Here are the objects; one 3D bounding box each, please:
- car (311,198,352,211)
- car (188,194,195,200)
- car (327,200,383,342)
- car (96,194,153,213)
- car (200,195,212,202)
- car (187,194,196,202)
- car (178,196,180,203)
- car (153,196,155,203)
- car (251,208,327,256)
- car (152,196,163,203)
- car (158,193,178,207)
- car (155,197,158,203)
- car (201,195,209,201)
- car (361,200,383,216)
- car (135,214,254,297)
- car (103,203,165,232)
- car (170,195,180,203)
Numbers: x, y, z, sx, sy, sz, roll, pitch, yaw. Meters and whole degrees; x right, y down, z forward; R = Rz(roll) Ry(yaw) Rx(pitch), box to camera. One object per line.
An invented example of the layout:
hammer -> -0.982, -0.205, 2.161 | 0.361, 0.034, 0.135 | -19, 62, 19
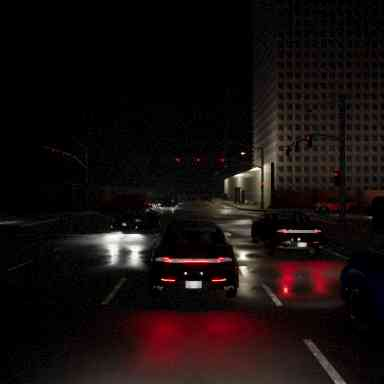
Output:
car -> 15.235, 1.409, 35.804 | 4.553, 1.767, 2.097 | 0, 0, 0
car -> -0.111, 1.328, 89.071 | 1.837, 1.490, 4.892 | 0, 0, 0
car -> 3.596, 1.221, 3.319 | 2.150, 2.045, 5.566 | 0, 0, 0
car -> -7.364, 1.242, 35.727 | 5.566, 2.045, 2.150 | 0, 0, 0
car -> 3.403, 1.524, 77.625 | 1.812, 1.442, 4.674 | 0, 0, 0
car -> -0.099, 1.347, 78.818 | 2.097, 1.767, 4.553 | 0, 0, 0
car -> -3.638, 1.221, 61.025 | 2.150, 2.045, 5.566 | 0, 0, 0
car -> -7.153, 1.478, 49.321 | 1.882, 1.535, 5.008 | 0, 0, 0
car -> 3.565, 1.492, 13.165 | 2.128, 1.511, 4.902 | 0, 0, 0
car -> -7.087, 1.601, 68.806 | 1.895, 1.301, 4.718 | 0, 0, 0
car -> -3.650, 1.352, 51.436 | 2.097, 1.767, 4.553 | 0, 0, 0
car -> -7.153, 1.478, 58.643 | 1.882, 1.535, 5.008 | 0, 0, 0
car -> 3.388, 1.500, 89.170 | 1.837, 1.490, 4.892 | 0, 0, 0
car -> 19.373, 1.533, 32.317 | 5.008, 1.535, 1.882 | 0, 0, 0
car -> 0.046, 1.492, 8.547 | 2.128, 1.511, 4.902 | 0, 0, 0
car -> -3.283, 1.583, 19.872 | 1.994, 1.385, 4.181 | 0, -1, 11
car -> -3.589, 1.478, 71.173 | 1.882, 1.535, 5.008 | 0, 0, 0
